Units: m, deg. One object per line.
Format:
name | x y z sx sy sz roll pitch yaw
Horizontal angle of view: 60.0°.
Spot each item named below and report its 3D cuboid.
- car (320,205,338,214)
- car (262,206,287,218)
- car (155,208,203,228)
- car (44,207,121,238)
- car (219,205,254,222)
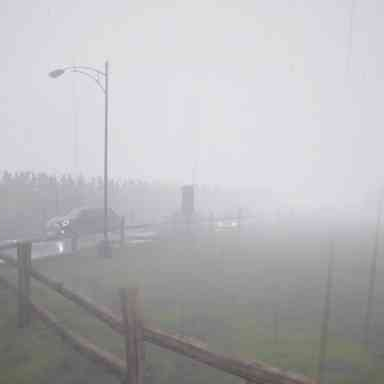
car | 22.410 2.829 54.459 1.882 1.535 5.008 -1 -2 36
car | 10.806 2.548 43.318 1.812 1.442 4.674 -1 -2 35
car | -0.952 2.055 27.178 2.128 1.511 4.902 -1 -2 36
car | -6.319 1.701 19.669 2.097 1.767 4.553 -1 -2 34
car | 4.746 2.139 35.048 2.097 1.767 4.553 -1 -2 36
